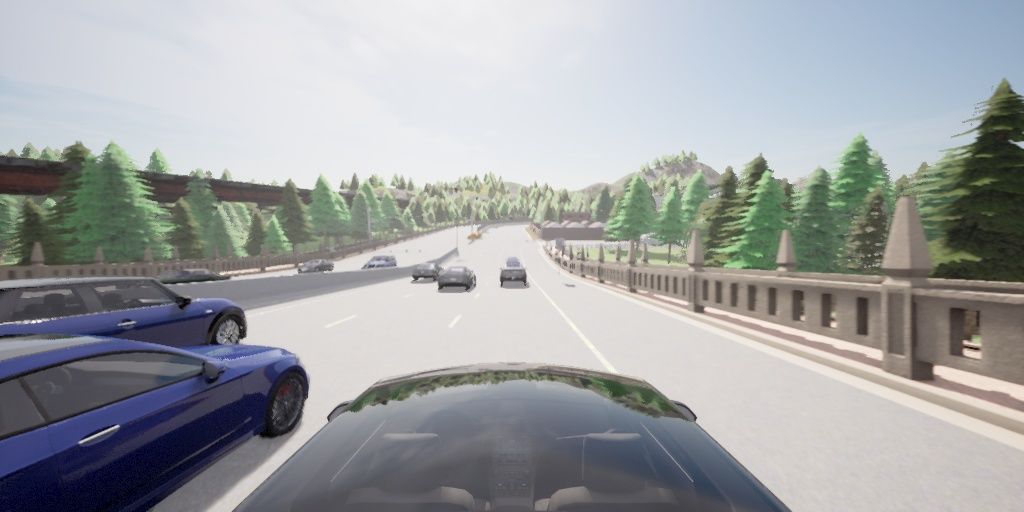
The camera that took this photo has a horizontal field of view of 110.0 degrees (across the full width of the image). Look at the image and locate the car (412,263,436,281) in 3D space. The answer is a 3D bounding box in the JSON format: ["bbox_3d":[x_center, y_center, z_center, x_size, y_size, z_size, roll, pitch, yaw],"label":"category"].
[{"bbox_3d":[-6.903,1.314,30.193,2.033,1.411,5.357,0,0,0],"label":"car"}]

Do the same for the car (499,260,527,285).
[{"bbox_3d":[0.097,1.257,26.079,2.128,1.511,4.902,0,0,0],"label":"car"}]

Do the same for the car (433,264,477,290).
[{"bbox_3d":[-3.402,1.327,22.763,1.994,1.385,4.181,0,0,0],"label":"car"}]

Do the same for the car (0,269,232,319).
[{"bbox_3d":[-6.900,1.105,6.044,2.097,1.767,4.553,0,0,0],"label":"car"}]

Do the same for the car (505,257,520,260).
[{"bbox_3d":[0.093,0.809,45.744,1.812,1.442,4.674,0,4,0],"label":"car"}]

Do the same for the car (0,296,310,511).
[{"bbox_3d":[-3.401,1.276,2.476,1.812,1.442,4.674,0,0,0],"label":"car"}]

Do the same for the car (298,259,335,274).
[{"bbox_3d":[-21.002,1.136,38.606,2.128,1.511,4.902,0,2,0],"label":"car"}]

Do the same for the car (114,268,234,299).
[{"bbox_3d":[-17.578,1.362,19.068,1.895,1.301,4.718,0,0,0],"label":"car"}]

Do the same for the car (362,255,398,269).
[{"bbox_3d":[-14.003,0.946,38.437,2.150,2.045,5.566,0,2,0],"label":"car"}]
